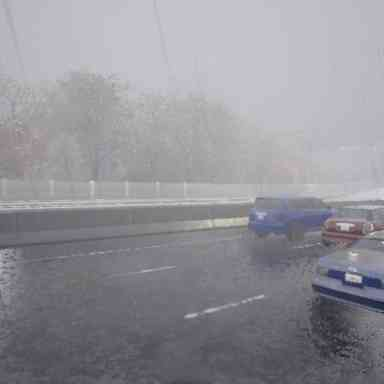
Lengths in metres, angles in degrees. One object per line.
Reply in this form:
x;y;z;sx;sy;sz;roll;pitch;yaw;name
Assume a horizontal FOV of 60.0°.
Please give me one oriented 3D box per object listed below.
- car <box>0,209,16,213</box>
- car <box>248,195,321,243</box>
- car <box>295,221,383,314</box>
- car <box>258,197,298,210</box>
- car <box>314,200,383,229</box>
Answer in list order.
-11.623;1.492;17.197;4.902;1.511;2.128;0;0;-35;car
5.171;1.178;16.025;5.566;2.045;2.150;0;0;-35;car
4.820;1.520;7.177;5.357;1.411;2.033;0;0;-35;car
10.792;1.394;41.668;4.902;1.511;2.128;0;0;-35;car
7.231;1.308;13.193;4.553;1.767;2.097;0;0;-35;car
